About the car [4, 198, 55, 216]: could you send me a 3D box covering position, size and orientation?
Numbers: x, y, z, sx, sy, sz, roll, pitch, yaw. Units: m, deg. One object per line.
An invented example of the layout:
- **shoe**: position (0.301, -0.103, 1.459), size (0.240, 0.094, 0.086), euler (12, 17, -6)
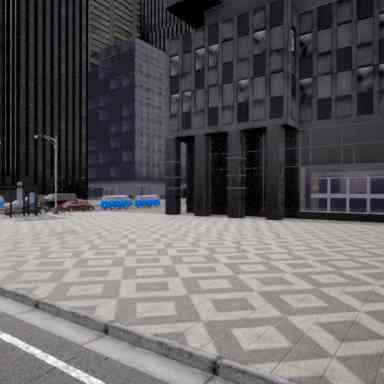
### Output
- **car**: position (-15.963, 1.549, 31.903), size (2.008, 1.369, 4.403), euler (0, 0, 35)

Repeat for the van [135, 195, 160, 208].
- **van**: position (-6.084, 1.330, 45.778), size (1.690, 1.788, 3.998), euler (0, 0, 35)

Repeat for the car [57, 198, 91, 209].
- **car**: position (-16.323, 1.548, 46.097), size (1.802, 1.307, 4.206), euler (0, 0, 35)

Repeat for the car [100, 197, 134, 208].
- **car**: position (-11.026, 1.475, 48.927), size (1.837, 1.490, 4.892), euler (0, 1, 36)

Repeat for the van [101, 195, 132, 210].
- **van**: position (-9.376, 1.332, 41.153), size (1.690, 1.788, 3.998), euler (0, 0, 35)

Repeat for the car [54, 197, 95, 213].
- **car**: position (-12.670, 1.576, 36.528), size (1.802, 1.307, 4.206), euler (0, 0, 35)

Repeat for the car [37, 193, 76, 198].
- **car**: position (-16.714, 1.198, 40.950), size (2.150, 2.045, 5.566), euler (0, 0, 35)
